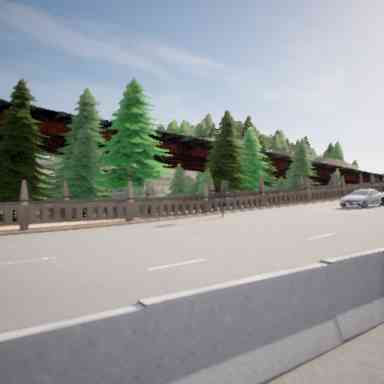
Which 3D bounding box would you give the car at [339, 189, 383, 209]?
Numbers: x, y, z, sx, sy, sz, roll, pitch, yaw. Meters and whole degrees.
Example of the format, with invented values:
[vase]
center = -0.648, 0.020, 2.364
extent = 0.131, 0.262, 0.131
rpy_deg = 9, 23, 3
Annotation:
[car]
center = 13.781, 0.492, 26.715
extent = 4.674, 1.442, 1.812
rpy_deg = -4, 2, -35
